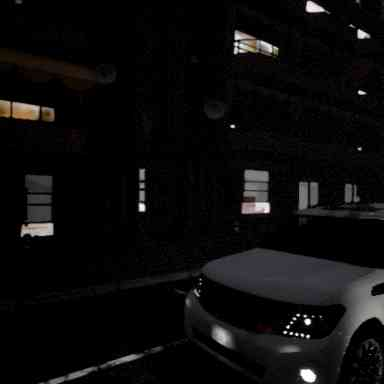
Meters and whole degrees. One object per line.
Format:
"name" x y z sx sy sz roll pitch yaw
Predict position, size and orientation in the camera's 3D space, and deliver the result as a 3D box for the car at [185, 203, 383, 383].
"car" 2.569 1.225 5.204 5.566 2.045 2.150 0 0 -36
